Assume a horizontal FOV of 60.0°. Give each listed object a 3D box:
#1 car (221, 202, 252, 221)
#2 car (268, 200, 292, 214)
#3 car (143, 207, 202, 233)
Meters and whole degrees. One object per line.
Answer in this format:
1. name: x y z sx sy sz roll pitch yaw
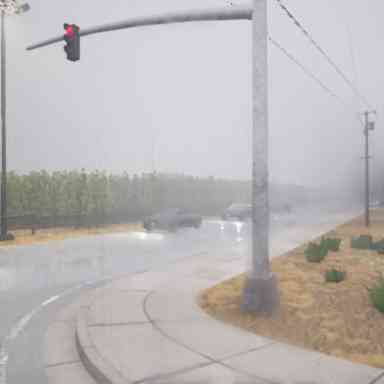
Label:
1. car: 4.214 1.625 28.924 1.812 1.442 4.674 0 0 32
2. car: 9.828 1.650 37.714 2.033 1.411 5.357 0 0 33
3. car: -1.133 1.660 20.591 1.994 1.385 4.181 0 0 33
